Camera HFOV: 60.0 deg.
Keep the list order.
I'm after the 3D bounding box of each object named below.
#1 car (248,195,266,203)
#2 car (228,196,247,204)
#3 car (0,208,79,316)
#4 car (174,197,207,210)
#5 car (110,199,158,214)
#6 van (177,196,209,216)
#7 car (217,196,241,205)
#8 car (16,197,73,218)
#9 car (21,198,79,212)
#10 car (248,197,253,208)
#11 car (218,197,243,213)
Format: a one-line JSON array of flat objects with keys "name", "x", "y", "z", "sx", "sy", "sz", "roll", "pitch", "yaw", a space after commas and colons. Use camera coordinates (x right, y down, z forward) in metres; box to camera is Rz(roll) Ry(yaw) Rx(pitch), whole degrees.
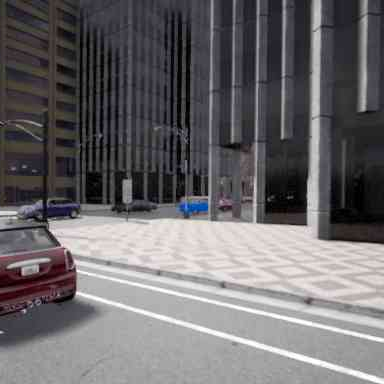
[{"name": "car", "x": 12.615, "y": 1.311, "z": 64.521, "sx": 1.967, "sy": 1.590, "sz": 4.097, "roll": 1, "pitch": 1, "yaw": 36}, {"name": "car", "x": 5.949, "y": 1.378, "z": 50.666, "sx": 1.882, "sy": 1.535, "sz": 5.008, "roll": 1, "pitch": 1, "yaw": 36}, {"name": "car", "x": -4.457, "y": 1.345, "z": 6.954, "sx": 4.553, "sy": 1.767, "sz": 2.097, "roll": 0, "pitch": 0, "yaw": 37}, {"name": "car", "x": -0.089, "y": 1.432, "z": 42.371, "sx": 1.812, "sy": 1.442, "sz": 4.674, "roll": 1, "pitch": 1, "yaw": 36}, {"name": "car", "x": -5.838, "y": 1.466, "z": 34.402, "sx": 2.033, "sy": 1.411, "sz": 5.357, "roll": 1, "pitch": 1, "yaw": 36}, {"name": "van", "x": 0.427, "y": 1.344, "z": 33.063, "sx": 1.690, "sy": 1.788, "sz": 3.998, "roll": 1, "pitch": 1, "yaw": 36}, {"name": "car", "x": 6.246, "y": 1.406, "z": 55.699, "sx": 1.887, "sy": 1.381, "sz": 4.507, "roll": 1, "pitch": 1, "yaw": 36}, {"name": "car", "x": -12.856, "y": 1.329, "z": 29.228, "sx": 1.967, "sy": 1.590, "sz": 4.097, "roll": 1, "pitch": 1, "yaw": 36}, {"name": "car", "x": -11.427, "y": 1.283, "z": 26.580, "sx": 2.097, "sy": 1.767, "sz": 4.553, "roll": 1, "pitch": 1, "yaw": 35}, {"name": "car", "x": 9.977, "y": 1.427, "z": 46.300, "sx": 1.967, "sy": 1.590, "sz": 4.097, "roll": 1, "pitch": 1, "yaw": 36}, {"name": "car", "x": 3.609, "y": 1.578, "z": 37.478, "sx": 1.802, "sy": 1.307, "sz": 4.206, "roll": 1, "pitch": 1, "yaw": 36}]
